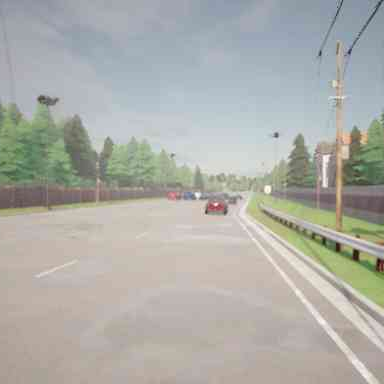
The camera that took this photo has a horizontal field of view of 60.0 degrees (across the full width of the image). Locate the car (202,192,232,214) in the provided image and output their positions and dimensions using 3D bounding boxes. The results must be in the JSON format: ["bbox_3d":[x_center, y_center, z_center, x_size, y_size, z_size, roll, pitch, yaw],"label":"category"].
[{"bbox_3d":[2.561,1.209,33.413,2.097,1.767,4.553,0,0,9],"label":"car"}]

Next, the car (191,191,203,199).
[{"bbox_3d":[1.396,0.679,86.067,2.150,2.045,5.566,0,0,10],"label":"car"}]

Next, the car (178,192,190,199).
[{"bbox_3d":[-2.057,0.799,86.646,2.097,1.767,4.553,0,0,10],"label":"car"}]

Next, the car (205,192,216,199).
[{"bbox_3d":[4.826,0.819,85.371,2.097,1.767,4.553,0,0,10],"label":"car"}]

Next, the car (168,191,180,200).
[{"bbox_3d":[-3.943,0.869,76.459,2.150,2.045,5.566,0,0,10],"label":"car"}]

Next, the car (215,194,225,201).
[{"bbox_3d":[6.375,1.174,74.519,1.837,1.490,4.892,0,0,10],"label":"car"}]

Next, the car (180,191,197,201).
[{"bbox_3d":[-0.502,0.879,75.822,2.150,2.045,5.566,0,0,10],"label":"car"}]

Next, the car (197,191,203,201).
[{"bbox_3d":[3.004,1.019,75.536,2.097,1.767,4.553,0,0,10],"label":"car"}]

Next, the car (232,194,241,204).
[{"bbox_3d":[6.652,1.255,56.237,2.128,1.511,4.902,0,0,10],"label":"car"}]

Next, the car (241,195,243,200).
[{"bbox_3d":[11.713,1.203,84.125,1.994,1.385,4.181,0,0,10],"label":"car"}]

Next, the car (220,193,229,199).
[{"bbox_3d":[8.273,0.973,84.764,1.837,1.490,4.892,0,0,10],"label":"car"}]
